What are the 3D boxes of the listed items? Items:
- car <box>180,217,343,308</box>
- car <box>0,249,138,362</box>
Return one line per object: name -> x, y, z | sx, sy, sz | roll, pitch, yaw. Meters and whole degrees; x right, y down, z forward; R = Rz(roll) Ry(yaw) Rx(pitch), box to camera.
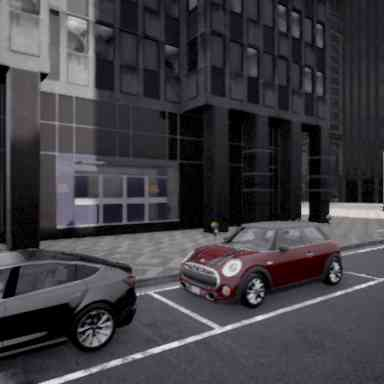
car -> 1.705, 1.458, 7.871 | 4.097, 1.590, 1.967 | 0, 0, -36
car -> -2.856, 1.567, 4.616 | 4.313, 1.339, 1.947 | 0, 0, -36
